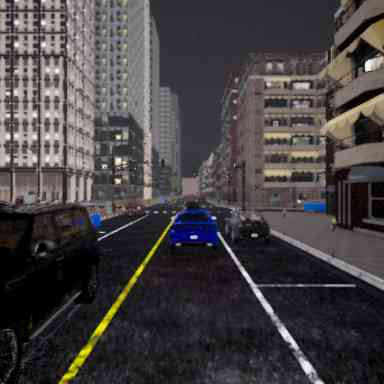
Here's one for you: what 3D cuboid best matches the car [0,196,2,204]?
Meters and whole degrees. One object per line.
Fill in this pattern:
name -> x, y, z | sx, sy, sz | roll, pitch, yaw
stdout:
car -> -32.476, 1.198, 52.346 | 4.206, 1.307, 1.802 | 1, -1, 0

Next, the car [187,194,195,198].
car -> -0.192, 1.458, 89.871 | 2.150, 2.045, 5.566 | 0, 0, 0

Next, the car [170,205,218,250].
car -> 0.066, 1.537, 14.778 | 1.882, 1.535, 5.008 | 0, 0, 0

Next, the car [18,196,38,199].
car -> -21.227, 1.251, 44.018 | 4.097, 1.590, 1.967 | 1, -1, 0

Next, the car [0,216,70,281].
car -> -5.714, 1.593, 10.673 | 2.008, 1.369, 4.403 | 0, 0, 0

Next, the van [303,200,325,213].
van -> 16.834, 1.890, 44.048 | 3.998, 1.788, 1.690 | 1, -1, 0

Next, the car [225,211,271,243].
car -> 2.654, 1.617, 16.339 | 2.008, 1.369, 4.403 | 0, 0, 0

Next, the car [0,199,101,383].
car -> -3.112, 1.243, 5.351 | 2.150, 2.045, 5.566 | 0, 0, 0

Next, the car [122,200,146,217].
car -> -5.763, 1.577, 33.268 | 1.967, 1.590, 4.097 | 0, 0, 0

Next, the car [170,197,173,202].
car -> -5.880, 1.915, 87.775 | 1.752, 1.417, 4.829 | 0, 0, 0

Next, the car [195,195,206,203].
car -> 2.511, 1.679, 82.414 | 2.192, 1.841, 5.009 | 0, 0, 0

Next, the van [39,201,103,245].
van -> -5.726, 1.407, 16.323 | 1.690, 1.788, 3.998 | 0, 0, 0

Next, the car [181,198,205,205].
car -> 0.031, 1.635, 31.473 | 1.837, 1.490, 4.892 | 0, 0, 0

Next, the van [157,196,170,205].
van -> -5.833, 1.624, 65.742 | 1.690, 1.788, 3.998 | 0, 0, 0
